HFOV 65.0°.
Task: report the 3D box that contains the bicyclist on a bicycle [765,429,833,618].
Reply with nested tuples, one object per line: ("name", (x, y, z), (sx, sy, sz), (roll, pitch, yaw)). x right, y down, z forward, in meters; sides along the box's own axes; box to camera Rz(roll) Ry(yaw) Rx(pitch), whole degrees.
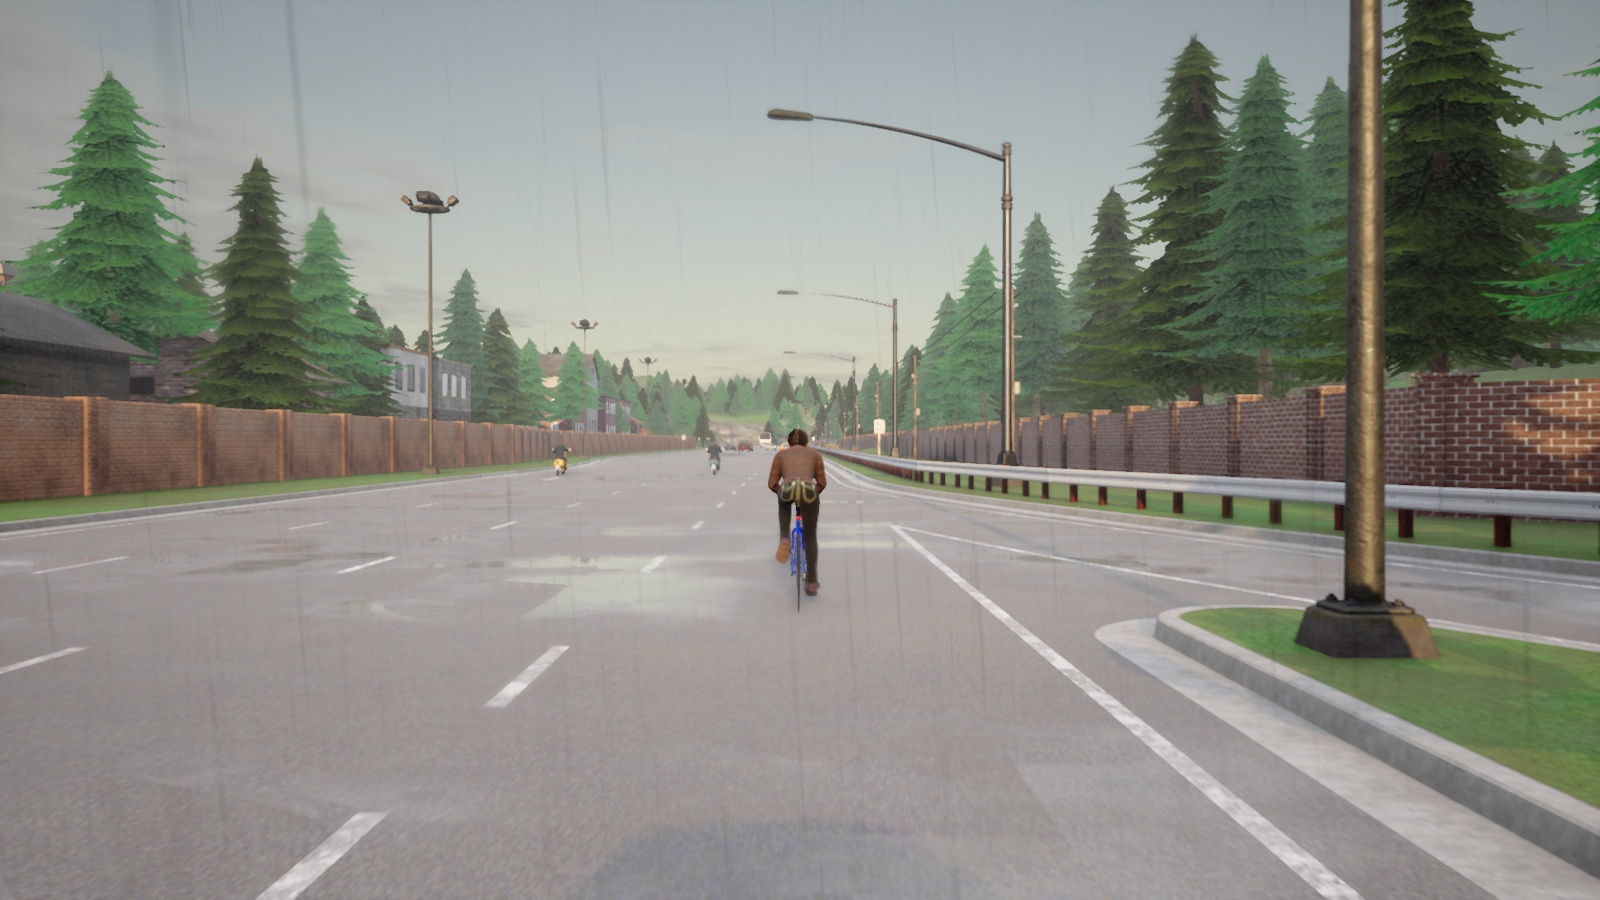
("bicyclist on a bicycle", (-0.018, 0.632, 11.601), (0.582, 1.620, 1.656), (0, 0, 0))

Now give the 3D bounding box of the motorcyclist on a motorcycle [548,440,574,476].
("motorcyclist on a motorcycle", (-10.855, 0.363, 57.140), (0.866, 1.590, 1.817), (0, 0, 0))

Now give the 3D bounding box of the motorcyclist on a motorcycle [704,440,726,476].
("motorcyclist on a motorcycle", (-3.855, 0.368, 57.191), (0.866, 1.590, 1.817), (0, 0, 0))
